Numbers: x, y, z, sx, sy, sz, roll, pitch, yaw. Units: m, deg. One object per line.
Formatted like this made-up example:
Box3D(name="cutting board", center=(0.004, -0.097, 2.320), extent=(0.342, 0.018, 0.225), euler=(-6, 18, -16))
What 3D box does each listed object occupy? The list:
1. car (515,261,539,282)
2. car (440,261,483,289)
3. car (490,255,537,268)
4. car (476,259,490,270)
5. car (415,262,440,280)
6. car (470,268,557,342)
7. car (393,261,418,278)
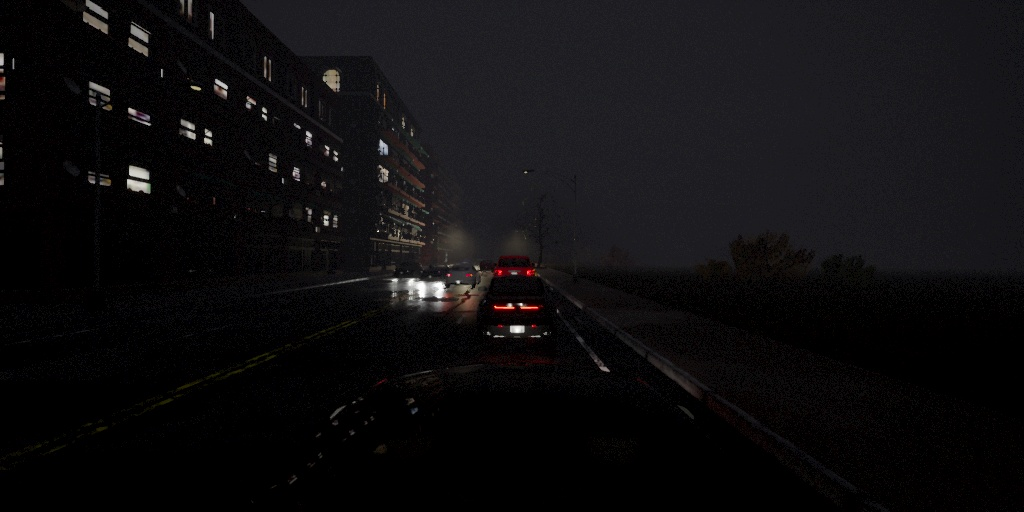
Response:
Box3D(name="car", center=(1.164, 1.209, 30.538), extent=(1.801, 1.575, 5.366), euler=(0, 0, 0))
Box3D(name="car", center=(-3.130, 1.279, 23.160), extent=(1.812, 1.442, 4.674), euler=(0, 0, 0))
Box3D(name="car", center=(0.117, 0.975, 20.131), extent=(2.150, 2.045, 5.566), euler=(0, 0, 0))
Box3D(name="car", center=(-3.110, 1.232, 45.745), extent=(1.882, 1.535, 5.008), euler=(0, -1, 0))
Box3D(name="car", center=(-6.573, 1.355, 30.992), extent=(1.895, 1.301, 4.718), euler=(0, 0, 0))
Box3D(name="car", center=(0.109, 1.256, 9.784), extent=(1.837, 1.490, 4.892), euler=(0, 0, 0))
Box3D(name="car", center=(-9.821, 1.259, 34.249), extent=(1.837, 1.490, 4.892), euler=(0, 0, 0))
